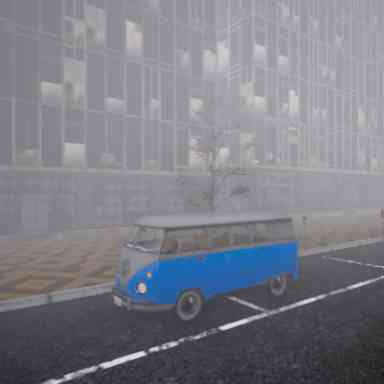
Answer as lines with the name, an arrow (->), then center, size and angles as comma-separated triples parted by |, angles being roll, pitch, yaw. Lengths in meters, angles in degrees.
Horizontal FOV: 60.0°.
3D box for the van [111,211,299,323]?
van -> 0.448, 1.326, 6.880 | 3.998, 1.788, 1.690 | 0, 0, -36
